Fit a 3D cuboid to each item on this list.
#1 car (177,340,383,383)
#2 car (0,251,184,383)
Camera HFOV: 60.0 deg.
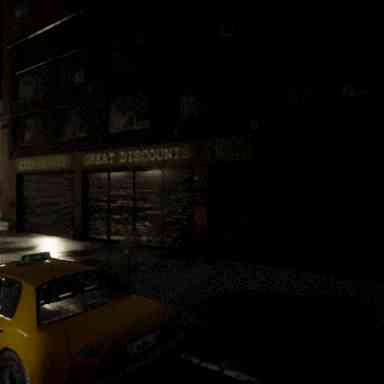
[{"bbox_3d":[2.309,1.546,1.438,4.403,1.369,2.008,0,0,36],"label":"car"},{"bbox_3d":[-2.374,1.542,4.784,4.829,1.417,1.752,0,0,36],"label":"car"}]
